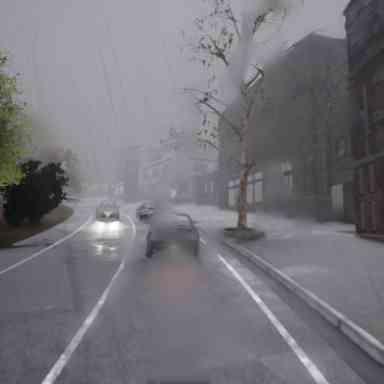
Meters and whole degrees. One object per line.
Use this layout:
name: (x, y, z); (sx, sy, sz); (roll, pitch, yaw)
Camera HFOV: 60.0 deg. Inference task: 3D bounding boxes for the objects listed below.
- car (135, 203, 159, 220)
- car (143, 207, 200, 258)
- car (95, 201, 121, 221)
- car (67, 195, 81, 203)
car: (-3.820, 1.665, 29.177); (1.994, 1.385, 4.181); (1, -1, -14)
car: (-0.818, 1.541, 13.016); (1.837, 1.490, 4.892); (1, 0, -6)
car: (-7.011, 1.520, 27.799); (2.128, 1.511, 4.902); (1, 0, -14)
car: (-23.119, 1.391, 65.111); (1.882, 1.535, 5.008); (3, -1, -31)
